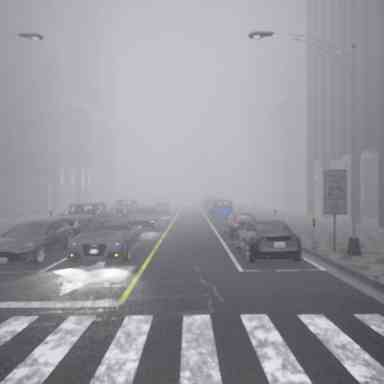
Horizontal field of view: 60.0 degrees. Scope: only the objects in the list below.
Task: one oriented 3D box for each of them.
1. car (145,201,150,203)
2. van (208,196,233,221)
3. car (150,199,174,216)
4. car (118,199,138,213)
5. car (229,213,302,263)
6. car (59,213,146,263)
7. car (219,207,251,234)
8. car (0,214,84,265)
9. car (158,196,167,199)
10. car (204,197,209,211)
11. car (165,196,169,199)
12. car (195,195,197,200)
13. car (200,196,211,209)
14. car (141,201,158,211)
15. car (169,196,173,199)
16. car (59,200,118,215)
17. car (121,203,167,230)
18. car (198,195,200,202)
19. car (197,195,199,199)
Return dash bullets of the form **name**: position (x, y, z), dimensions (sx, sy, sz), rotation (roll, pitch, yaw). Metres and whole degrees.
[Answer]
- **car**: position (-5.879, 1.788, 34.861), dimensions (1.752, 1.417, 4.829), rotation (-1, 0, 0)
- **van**: position (2.658, 1.523, 29.390), dimensions (1.690, 1.788, 3.998), rotation (-1, 0, 0)
- **car**: position (-3.187, 1.795, 35.748), dimensions (2.033, 1.411, 5.357), rotation (0, 0, 0)
- **car**: position (-5.867, 1.552, 29.361), dimensions (2.192, 1.841, 5.009), rotation (-1, 0, 0)
- **car**: position (2.713, 1.674, 12.375), dimensions (1.947, 1.339, 4.313), rotation (-1, 0, 0)
- **car**: position (-3.134, 1.710, 12.595), dimensions (1.994, 1.385, 4.181), rotation (0, 0, 0)
- **car**: position (2.696, 1.714, 18.046), dimensions (1.802, 1.307, 4.206), rotation (-1, 0, 0)
- **car**: position (-5.812, 1.729, 12.348), dimensions (1.947, 1.339, 4.313), rotation (-1, 0, 0)
- **car**: position (-5.947, 1.925, 57.713), dimensions (1.887, 1.381, 4.507), rotation (-1, 0, 0)
- **car**: position (2.643, 1.648, 35.060), dimensions (1.967, 1.590, 4.097), rotation (-1, 0, 0)
- **car**: position (-5.966, 1.853, 63.384), dimensions (1.967, 1.590, 4.097), rotation (-1, 0, 0)
- **car**: position (2.492, 2.018, 86.271), dimensions (1.752, 1.417, 4.829), rotation (-1, 0, 0)
- **car**: position (2.606, 1.580, 46.403), dimensions (2.192, 1.841, 5.009), rotation (-1, 0, 0)
- **car**: position (-5.913, 1.901, 46.372), dimensions (1.802, 1.307, 4.206), rotation (-1, 0, 0)
- **car**: position (-5.997, 2.045, 74.725), dimensions (1.947, 1.339, 4.313), rotation (-1, 0, 0)
- **car**: position (-5.834, 1.502, 18.020), dimensions (2.192, 1.841, 5.009), rotation (-1, 0, 0)
- **car**: position (-3.167, 1.738, 22.975), dimensions (2.033, 1.411, 5.357), rotation (0, 0, 0)
- **car**: position (2.589, 1.610, 52.075), dimensions (2.192, 1.841, 5.009), rotation (-1, 0, 0)
- **car**: position (2.558, 1.798, 63.416), dimensions (1.967, 1.590, 4.097), rotation (-1, 0, 0)
